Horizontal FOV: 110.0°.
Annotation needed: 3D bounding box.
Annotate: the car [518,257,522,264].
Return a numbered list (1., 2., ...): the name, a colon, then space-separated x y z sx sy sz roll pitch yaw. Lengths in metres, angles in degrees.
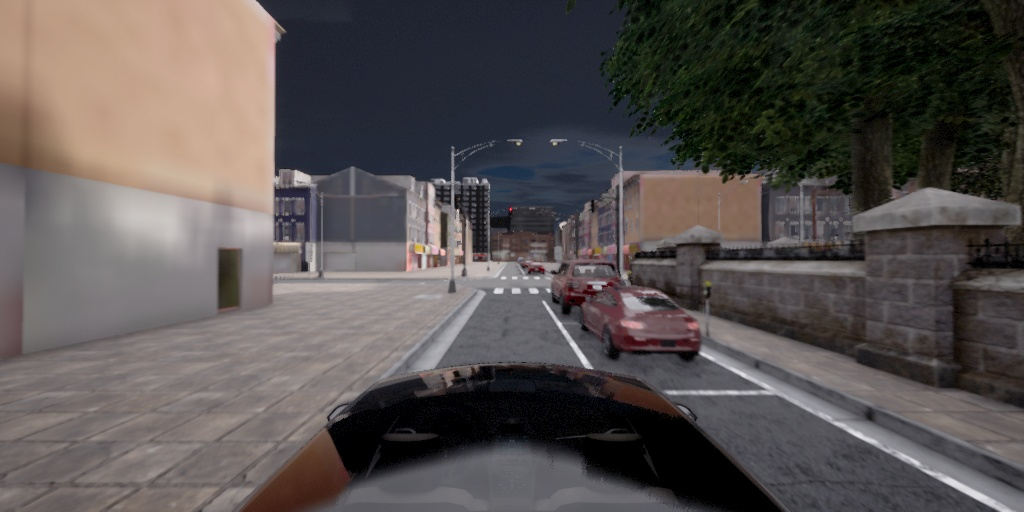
1. car: 2.644 1.107 61.762 2.192 1.841 5.009 0 0 0

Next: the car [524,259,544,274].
1. car: 2.642 1.301 40.013 1.888 1.381 4.507 0 0 0

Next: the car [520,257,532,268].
1. car: 2.643 1.326 56.324 1.888 1.381 4.507 0 0 0

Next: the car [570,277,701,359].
1. car: 2.639 1.328 8.135 1.802 1.307 4.207 0 0 0

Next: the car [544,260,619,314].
1. car: 2.639 1.058 13.584 2.192 1.841 5.009 0 0 0
